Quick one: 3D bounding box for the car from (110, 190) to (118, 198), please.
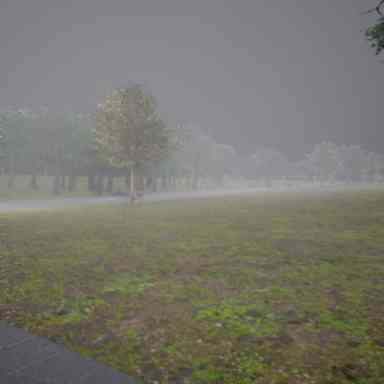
[{"bbox_3d":[-15.068,0.280,70.191,1.882,1.535,5.008,3,3,35],"label":"car"}]

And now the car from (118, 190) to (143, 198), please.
[{"bbox_3d":[-12.243,0.548,68.142,1.895,1.301,4.718,3,3,35],"label":"car"}]
